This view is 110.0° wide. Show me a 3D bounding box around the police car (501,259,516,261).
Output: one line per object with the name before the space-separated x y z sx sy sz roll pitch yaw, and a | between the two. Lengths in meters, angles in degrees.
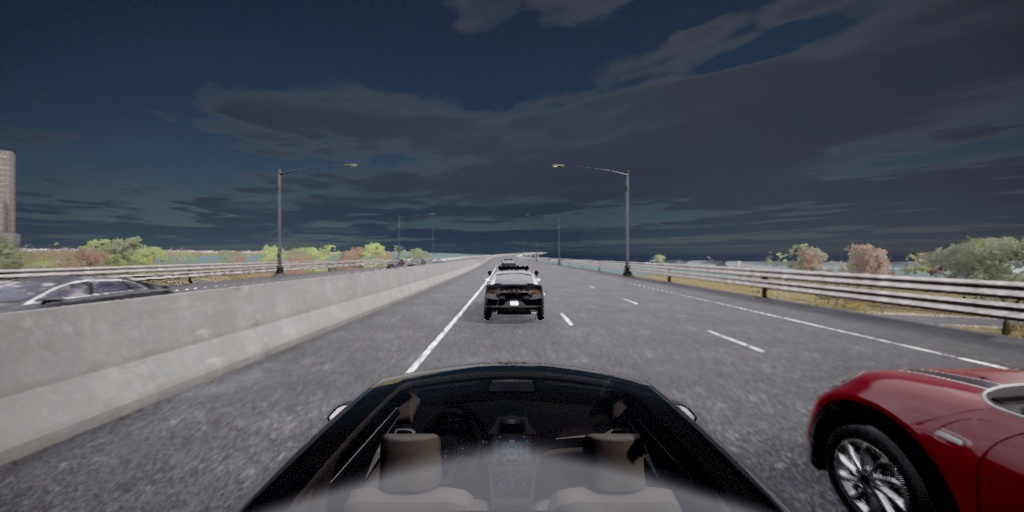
police car | -0.426 1.141 43.949 1.930 1.638 5.238 0 0 -1

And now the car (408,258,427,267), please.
car | -14.880 1.052 56.504 2.097 1.767 4.553 0 0 -2

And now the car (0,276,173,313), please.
car | -10.623 1.241 8.273 2.128 1.511 4.902 0 0 0

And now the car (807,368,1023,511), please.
car | 3.591 1.103 1.186 2.097 1.767 4.553 0 0 0

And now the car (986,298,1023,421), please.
car | 7.092 1.274 2.341 1.812 1.442 4.674 0 0 0

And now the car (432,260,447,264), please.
car | -11.383 1.265 56.789 1.994 1.385 4.181 0 0 -1

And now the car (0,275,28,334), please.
car | -14.119 1.255 7.339 1.837 1.490 4.892 0 0 0

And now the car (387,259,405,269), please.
car | -18.391 1.218 57.038 1.837 1.490 4.892 0 0 -2

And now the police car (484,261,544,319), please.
police car | 0.051 1.169 13.014 1.930 1.638 5.238 0 0 0
